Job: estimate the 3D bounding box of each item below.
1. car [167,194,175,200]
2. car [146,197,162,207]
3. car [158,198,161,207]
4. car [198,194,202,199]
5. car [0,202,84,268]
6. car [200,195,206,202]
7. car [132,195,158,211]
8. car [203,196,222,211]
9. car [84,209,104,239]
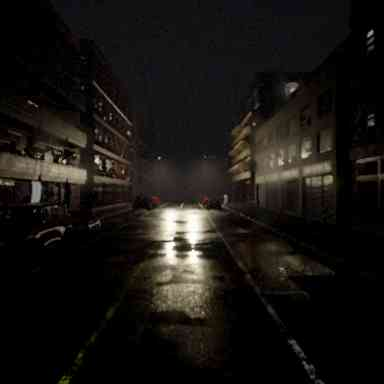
[{"bbox_3d":[-5.865,1.406,90.327,2.008,1.369,4.403,0,0,0],"label":"car"},{"bbox_3d":[-5.790,1.474,50.874,1.887,1.381,4.507,0,0,0],"label":"car"},{"bbox_3d":[-5.779,1.380,45.237,1.967,1.590,4.097,0,0,0],"label":"car"},{"bbox_3d":[2.548,1.413,73.430,2.008,1.369,4.403,0,0,0],"label":"car"},{"bbox_3d":[-5.713,1.314,11.419,2.192,1.841,5.009,0,0,0],"label":"car"},{"bbox_3d":[2.591,1.449,50.886,1.887,1.381,4.507,0,0,0],"label":"car"},{"bbox_3d":[-5.768,1.265,39.601,2.192,1.841,5.009,0,0,0],"label":"car"},{"bbox_3d":[2.612,1.450,39.783,1.752,1.417,4.829,0,0,0],"label":"car"},{"bbox_3d":[-5.725,1.571,17.056,1.802,1.307,4.206,0,0,0],"label":"car"}]
